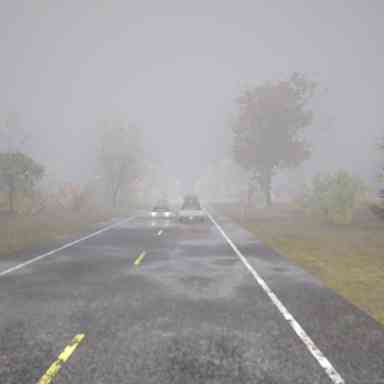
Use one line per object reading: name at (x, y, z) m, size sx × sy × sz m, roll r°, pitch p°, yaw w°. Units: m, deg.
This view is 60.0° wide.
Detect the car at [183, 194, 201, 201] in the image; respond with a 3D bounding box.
car at (-0.042, 1.319, 44.774) m, size 2.150 × 2.045 × 5.566 m, roll 0°, pitch 0°, yaw 1°

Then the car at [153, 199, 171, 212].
car at (-3.607, 1.593, 40.264) m, size 1.837 × 1.490 × 4.892 m, roll 0°, pitch -1°, yaw 0°

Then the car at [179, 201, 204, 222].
car at (-0.047, 1.640, 26.589) m, size 1.895 × 1.301 × 4.718 m, roll 0°, pitch 0°, yaw 0°
